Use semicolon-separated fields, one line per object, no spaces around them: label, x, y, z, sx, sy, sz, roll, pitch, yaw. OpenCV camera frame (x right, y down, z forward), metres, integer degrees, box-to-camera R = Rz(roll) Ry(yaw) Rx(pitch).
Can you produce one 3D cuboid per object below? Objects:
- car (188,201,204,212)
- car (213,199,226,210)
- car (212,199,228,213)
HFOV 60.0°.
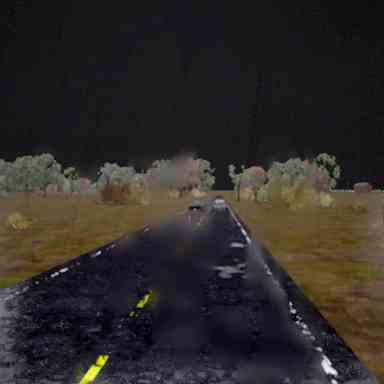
car;0.605;1.885;43.625;1.895;1.301;4.718;0;0;5
car;4.091;1.799;49.200;1.882;1.535;5.008;0;0;5
car;3.507;1.769;41.887;2.128;1.511;4.902;0;0;5
